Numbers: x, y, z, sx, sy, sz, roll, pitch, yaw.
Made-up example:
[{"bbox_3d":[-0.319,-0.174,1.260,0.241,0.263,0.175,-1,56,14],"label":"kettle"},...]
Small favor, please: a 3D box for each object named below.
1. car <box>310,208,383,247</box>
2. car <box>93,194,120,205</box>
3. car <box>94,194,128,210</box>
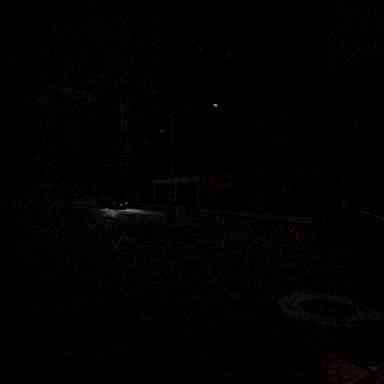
[{"bbox_3d":[7.059,1.433,12.966,2.128,1.511,4.902,1,1,-35],"label":"car"},{"bbox_3d":[-11.383,1.016,44.182,1.895,1.301,4.718,1,0,-35],"label":"car"},{"bbox_3d":[-8.362,0.997,34.818,1.837,1.490,4.892,1,0,-35],"label":"car"}]
